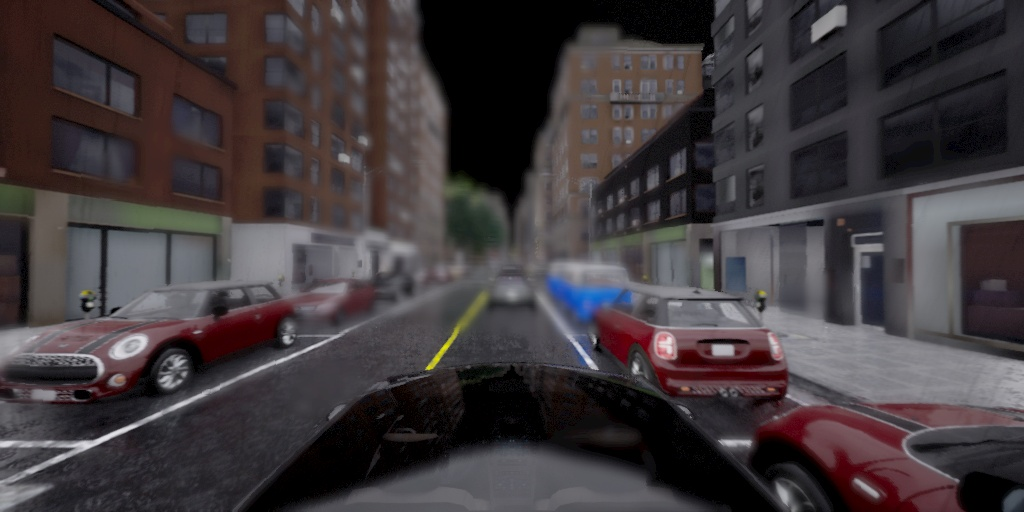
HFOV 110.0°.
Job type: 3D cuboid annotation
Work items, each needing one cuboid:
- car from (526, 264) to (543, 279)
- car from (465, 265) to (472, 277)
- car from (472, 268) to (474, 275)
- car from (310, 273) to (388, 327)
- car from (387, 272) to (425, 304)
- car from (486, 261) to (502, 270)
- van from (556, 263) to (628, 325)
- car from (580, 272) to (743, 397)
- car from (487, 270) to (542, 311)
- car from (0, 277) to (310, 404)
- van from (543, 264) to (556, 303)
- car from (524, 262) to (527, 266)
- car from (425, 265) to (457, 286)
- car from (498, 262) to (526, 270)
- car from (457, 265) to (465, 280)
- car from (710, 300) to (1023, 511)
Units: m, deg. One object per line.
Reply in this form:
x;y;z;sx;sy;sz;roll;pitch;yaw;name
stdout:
2.675;1.645;34.008;2.007;1.370;4.403;0;0;0;car
-5.850;1.739;39.531;1.802;1.307;4.207;0;0;0;car
-5.849;1.787;45.039;1.948;1.339;4.313;0;0;0;car
-5.855;1.436;11.989;1.802;1.307;4.207;0;0;0;car
-5.854;1.478;17.497;1.948;1.339;4.313;0;0;0;car
-3.010;1.946;64.424;2.128;1.511;4.902;0;-1;0;car
2.671;1.194;11.979;1.690;1.789;3.998;0;0;0;van
2.670;1.237;6.471;1.967;1.591;4.097;0;0;0;car
0.026;1.453;15.301;1.994;1.385;4.181;0;-1;0;car
-5.856;1.237;6.482;1.967;1.591;4.097;0;0;0;car
2.672;1.252;17.485;1.690;1.789;3.998;0;0;0;van
2.677;1.746;45.192;1.751;1.417;4.829;0;0;0;car
-5.852;1.473;28.514;1.967;1.591;4.097;0;0;0;car
0.029;1.561;30.371;1.837;1.490;4.892;0;0;1;car
-5.851;1.620;33.852;1.751;1.417;4.829;0;0;0;car
2.668;1.183;0.966;1.967;1.591;4.097;0;0;0;car
